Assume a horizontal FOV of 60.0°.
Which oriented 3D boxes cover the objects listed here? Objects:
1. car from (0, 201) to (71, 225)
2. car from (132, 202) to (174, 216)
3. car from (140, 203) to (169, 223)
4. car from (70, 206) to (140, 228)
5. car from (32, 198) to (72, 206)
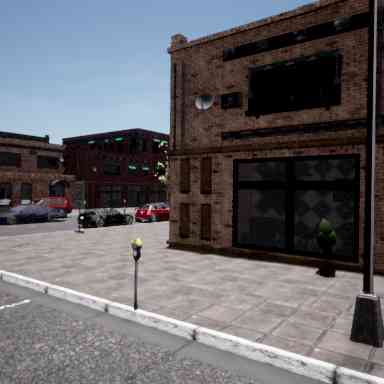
[{"bbox_3d":[-12.465,1.662,25.474,2.033,1.411,5.357,1,0,37],"label":"car"},{"bbox_3d":[-4.225,1.848,36.669,1.895,1.301,4.718,1,0,36],"label":"car"},{"bbox_3d":[-2.931,1.724,28.647,1.967,1.590,4.097,0,0,36],"label":"car"},{"bbox_3d":[-6.213,1.797,24.172,1.947,1.339,4.313,0,0,36],"label":"car"},{"bbox_3d":[-12.968,1.415,29.127,2.192,1.841,5.009,0,0,36],"label":"car"}]
